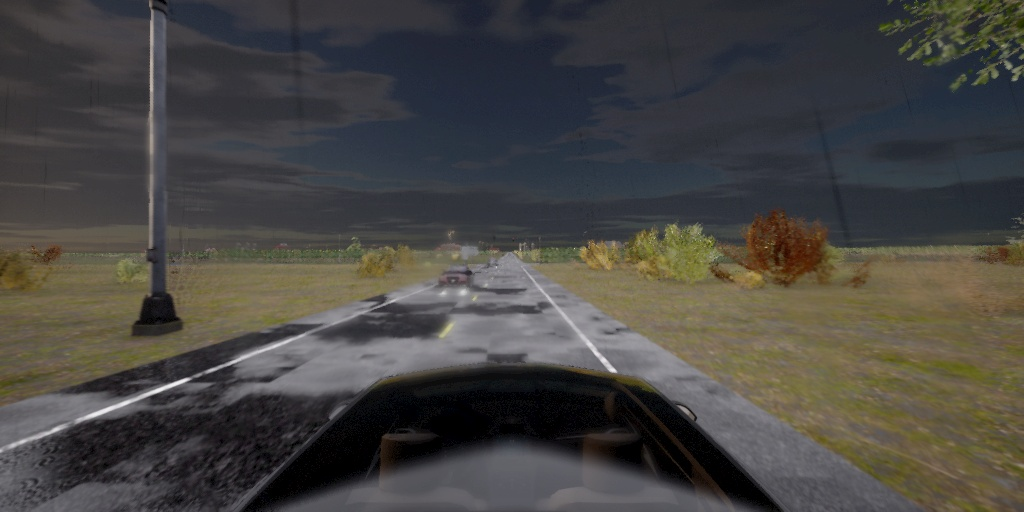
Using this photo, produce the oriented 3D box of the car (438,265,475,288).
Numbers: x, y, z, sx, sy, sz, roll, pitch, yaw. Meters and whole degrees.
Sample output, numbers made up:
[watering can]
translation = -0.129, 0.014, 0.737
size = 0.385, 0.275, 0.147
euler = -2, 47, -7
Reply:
[car]
translation = -3.595, 1.304, 23.845
size = 1.994, 1.385, 4.181
euler = 0, 0, 0
